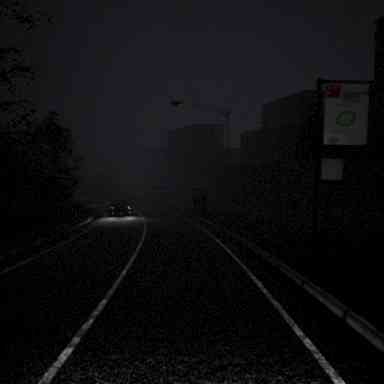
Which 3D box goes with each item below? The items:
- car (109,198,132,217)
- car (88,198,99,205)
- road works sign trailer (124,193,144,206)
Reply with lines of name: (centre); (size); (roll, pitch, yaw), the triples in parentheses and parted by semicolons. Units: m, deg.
car: (-7.107, 1.514, 33.212); (2.097, 1.767, 4.553); (-1, 0, -13)
car: (-21.408, 1.962, 72.003); (2.033, 1.411, 5.357); (-3, 0, -26)
road works sign trailer: (-9.711, 1.016, 55.403); (2.380, 2.880, 3.560); (-2, 0, -28)
